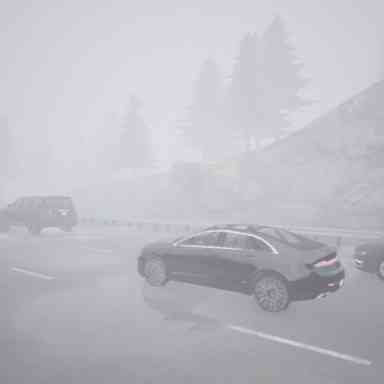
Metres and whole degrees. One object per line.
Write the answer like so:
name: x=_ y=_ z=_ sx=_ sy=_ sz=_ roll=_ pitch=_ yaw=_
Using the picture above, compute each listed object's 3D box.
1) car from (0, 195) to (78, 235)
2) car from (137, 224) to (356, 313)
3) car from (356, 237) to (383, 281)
car: x=-8.853 y=1.214 z=18.902 sx=5.566 sy=2.045 sz=2.150 roll=0 pitch=0 yaw=35
car: x=0.847 y=1.490 z=7.683 sx=4.902 sy=1.511 sz=2.128 roll=0 pitch=0 yaw=36
car: x=6.564 y=1.506 z=7.902 sx=4.892 sy=1.490 sz=1.837 roll=0 pitch=0 yaw=36
